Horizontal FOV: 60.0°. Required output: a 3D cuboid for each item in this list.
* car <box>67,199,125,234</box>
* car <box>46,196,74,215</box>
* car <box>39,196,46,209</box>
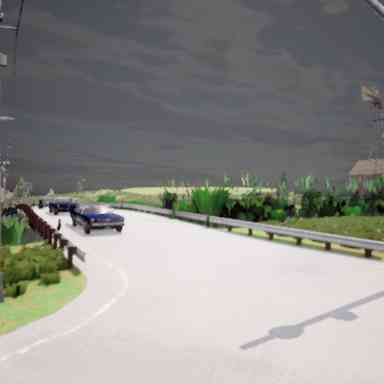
[{"bbox_3d":[-5.192,1.351,18.001,1.895,1.301,4.718,0,2,-31],"label":"car"},{"bbox_3d":[-10.242,1.108,26.694,1.895,1.301,4.718,0,0,-29],"label":"car"},{"bbox_3d":[-15.841,1.143,36.862,2.128,1.511,4.902,0,-2,-28],"label":"car"}]
